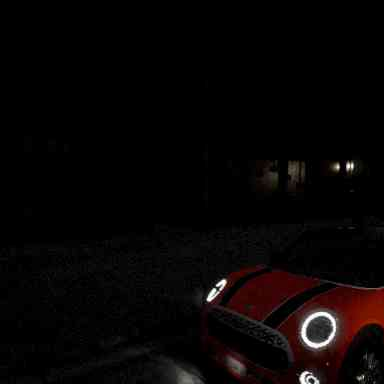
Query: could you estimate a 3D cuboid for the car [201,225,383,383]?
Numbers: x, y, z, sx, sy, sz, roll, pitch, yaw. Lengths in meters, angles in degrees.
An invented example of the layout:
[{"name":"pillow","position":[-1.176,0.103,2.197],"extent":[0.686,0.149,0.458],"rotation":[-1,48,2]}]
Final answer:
[{"name":"car","position":[2.336,1.352,4.993],"extent":[4.553,1.767,2.097],"rotation":[0,0,-35]}]
